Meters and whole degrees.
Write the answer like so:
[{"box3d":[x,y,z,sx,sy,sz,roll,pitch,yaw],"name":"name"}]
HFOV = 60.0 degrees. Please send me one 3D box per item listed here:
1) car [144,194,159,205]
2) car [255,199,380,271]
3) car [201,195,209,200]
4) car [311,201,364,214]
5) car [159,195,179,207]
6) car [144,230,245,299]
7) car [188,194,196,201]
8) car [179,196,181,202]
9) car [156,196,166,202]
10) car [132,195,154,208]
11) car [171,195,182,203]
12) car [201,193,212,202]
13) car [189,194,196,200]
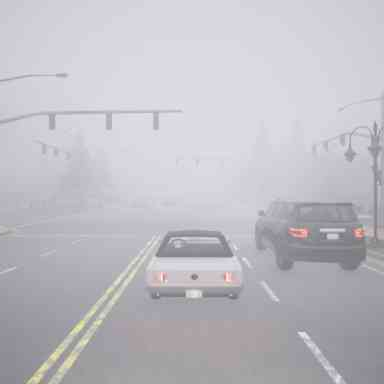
[{"box3d":[-7.061,1.547,60.090,2.033,1.411,5.357,0,0,0],"name":"car"},{"box3d":[3.581,1.221,11.103,2.150,2.045,5.566,0,0,0],"name":"car"},{"box3d":[3.516,1.407,89.851,1.994,1.385,4.181,0,0,0],"name":"car"},{"box3d":[14.939,1.601,34.318,4.718,1.301,1.895,0,0,0],"name":"car"},{"box3d":[-3.577,1.564,51.859,1.994,1.385,4.181,0,0,0],"name":"car"},{"box3d":[0.064,1.601,8.379,1.895,1.301,4.718,0,0,0],"name":"car"},{"box3d":[0.014,1.514,79.543,1.812,1.442,4.674,0,0,0],"name":"car"},{"box3d":[-3.573,1.503,61.986,1.837,1.490,4.892,0,1,-1],"name":"car"},{"box3d":[-6.987,1.552,75.313,1.994,1.385,4.181,0,0,0],"name":"car"},{"box3d":[-7.130,1.547,47.176,2.033,1.411,5.357,0,0,2],"name":"car"},{"box3d":[-3.487,1.525,74.512,2.128,1.511,4.902,0,0,0],"name":"car"},{"box3d":[3.514,1.215,79.199,2.150,2.045,5.566,0,0,0],"name":"car"},{"box3d":[0.016,1.379,89.851,1.812,1.442,4.674,0,0,0],"name":"car"}]
